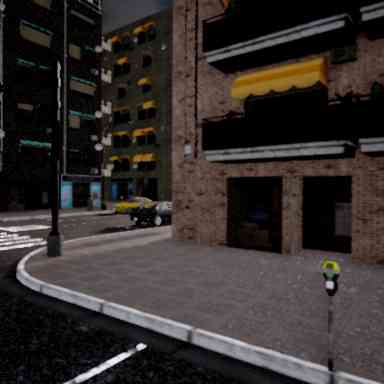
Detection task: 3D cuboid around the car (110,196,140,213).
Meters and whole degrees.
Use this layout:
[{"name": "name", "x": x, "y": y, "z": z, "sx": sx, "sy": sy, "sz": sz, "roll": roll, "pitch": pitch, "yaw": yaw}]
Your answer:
[{"name": "car", "x": -4.957, "y": 1.081, "z": 29.095, "sx": 1.752, "sy": 1.417, "sz": 4.829, "roll": 1, "pitch": 2, "yaw": 36}]

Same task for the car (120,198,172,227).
[{"name": "car", "x": -1.805, "y": 1.225, "z": 20.036, "sx": 2.008, "sy": 1.369, "sz": 4.403, "roll": 1, "pitch": 1, "yaw": 36}]
